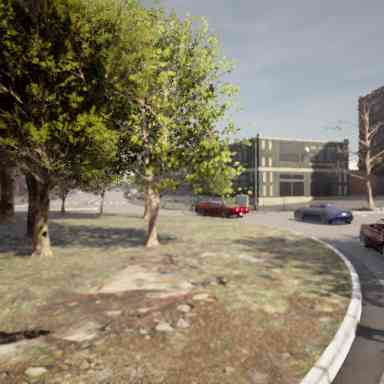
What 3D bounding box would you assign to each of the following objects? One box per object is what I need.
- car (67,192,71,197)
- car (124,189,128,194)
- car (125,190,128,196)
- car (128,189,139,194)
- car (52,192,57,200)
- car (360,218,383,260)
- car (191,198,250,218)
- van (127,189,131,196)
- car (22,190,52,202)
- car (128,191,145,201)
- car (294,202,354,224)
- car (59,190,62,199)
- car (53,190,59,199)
[{"bbox_3d":[-35.094,0.739,87.008,5.008,1.535,2.097,0,1,-13],"label":"car"},{"bbox_3d":[-14.385,0.425,87.019,5.566,2.045,2.435,0,1,-13],"label":"car"},{"bbox_3d":[-13.225,0.772,81.717,5.008,1.535,2.097,0,1,-13],"label":"car"},{"bbox_3d":[-10.718,0.827,70.751,4.553,1.767,2.185,0,1,-13],"label":"car"},{"bbox_3d":[-30.830,1.095,68.182,4.674,1.452,2.002,0,1,-13],"label":"car"},{"bbox_3d":[7.015,1.498,11.047,1.895,1.301,4.718,0,0,15],"label":"car"},{"bbox_3d":[2.378,1.431,27.753,1.895,1.301,4.718,-1,0,-42],"label":"car"},{"bbox_3d":[-11.502,0.688,73.554,4.442,1.987,1.878,0,1,-13],"label":"van"},{"bbox_3d":[-29.586,1.004,62.804,4.553,1.767,2.185,0,1,-13],"label":"car"},{"bbox_3d":[-9.583,1.047,65.438,4.792,1.488,2.163,0,1,-13],"label":"car"},{"bbox_3d":[8.928,1.361,22.842,1.994,1.385,4.181,-1,1,-19],"label":"car"},{"bbox_3d":[-32.056,0.973,73.563,4.892,1.521,2.231,0,1,-13],"label":"car"},{"bbox_3d":[-31.410,0.889,70.875,4.553,1.767,2.185,0,1,-13],"label":"car"}]
